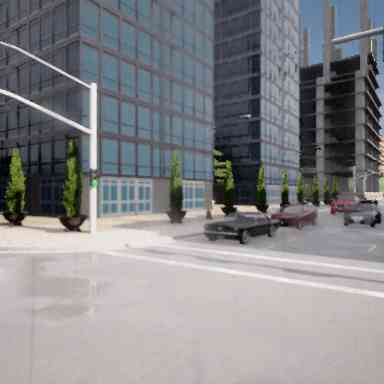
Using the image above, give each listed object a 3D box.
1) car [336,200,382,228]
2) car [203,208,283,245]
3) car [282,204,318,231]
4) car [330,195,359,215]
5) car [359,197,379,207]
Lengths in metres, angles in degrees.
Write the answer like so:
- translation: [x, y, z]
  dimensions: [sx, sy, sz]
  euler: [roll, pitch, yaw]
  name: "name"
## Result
- translation: [11.777, 1.560, 22.881]
  dimensions: [2.128, 1.511, 4.902]
  euler: [0, 0, 36]
  name: "car"
- translation: [2.479, 1.636, 15.973]
  dimensions: [1.895, 1.301, 4.718]
  euler: [0, 0, 36]
  name: "car"
- translation: [6.693, 1.538, 21.643]
  dimensions: [1.882, 1.535, 5.008]
  euler: [0, 0, 36]
  name: "car"
- translation: [16.184, 1.338, 34.961]
  dimensions: [2.150, 2.045, 5.566]
  euler: [0, 0, 36]
  name: "car"
- translation: [25.350, 1.417, 47.513]
  dimensions: [1.895, 1.301, 4.718]
  euler: [0, 0, 36]
  name: "car"
